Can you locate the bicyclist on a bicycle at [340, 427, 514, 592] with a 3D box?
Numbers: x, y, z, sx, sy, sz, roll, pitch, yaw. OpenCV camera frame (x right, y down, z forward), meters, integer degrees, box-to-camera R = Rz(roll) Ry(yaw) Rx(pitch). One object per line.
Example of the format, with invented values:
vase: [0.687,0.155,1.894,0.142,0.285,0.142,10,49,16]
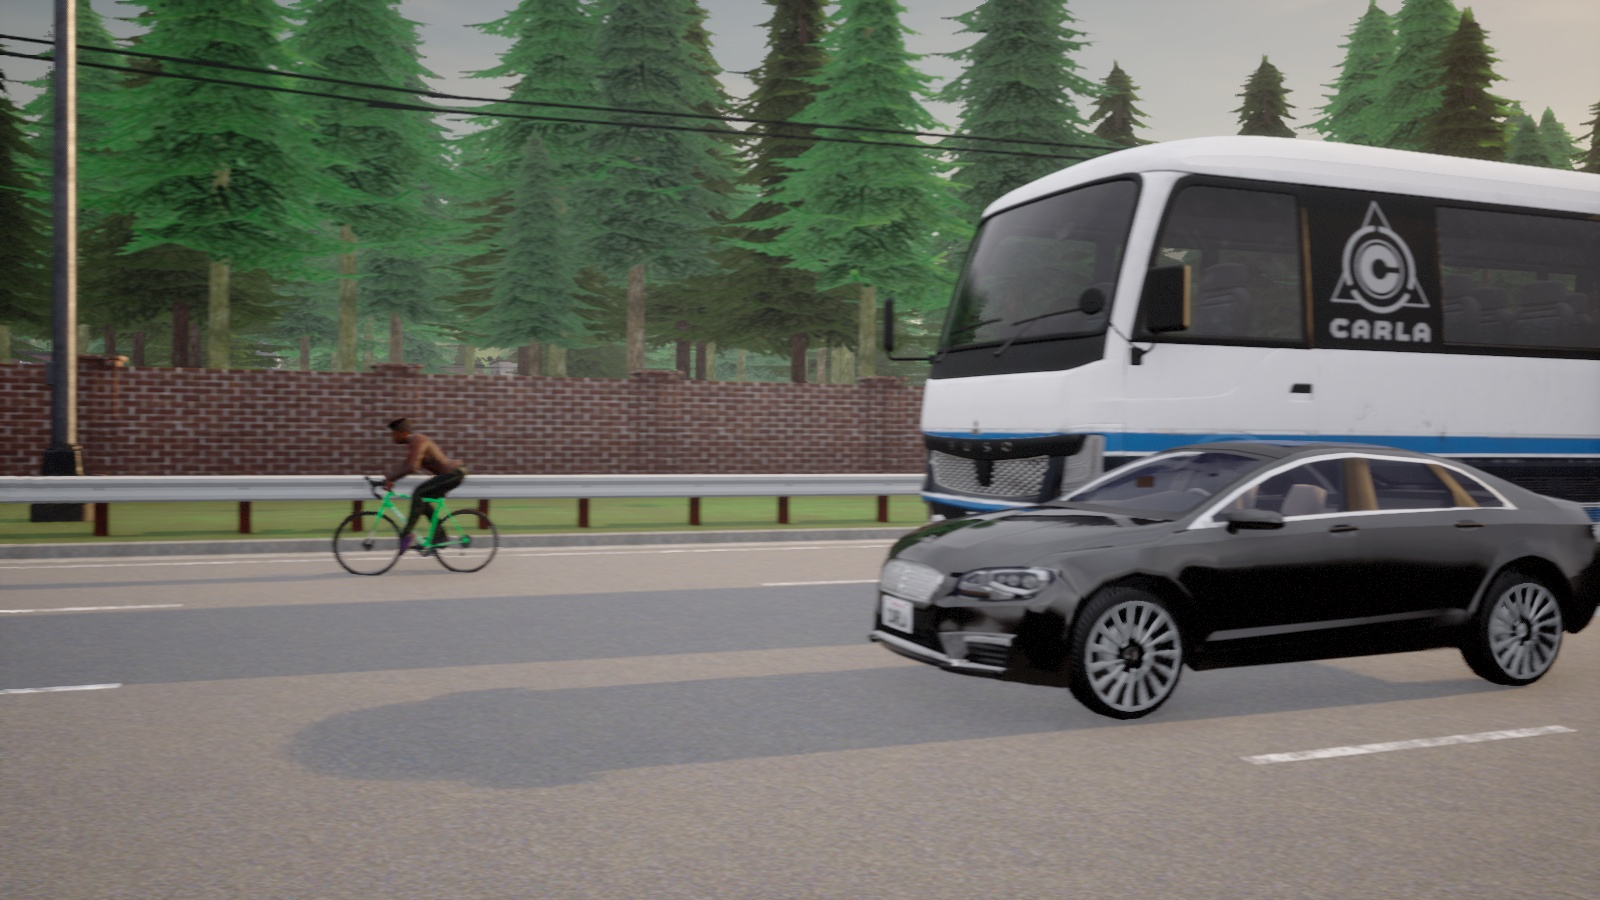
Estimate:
bicyclist on a bicycle: [-3.864,0.581,13.002,1.656,1.620,0.582,-1,1,-21]

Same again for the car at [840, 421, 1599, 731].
car: [2.939,0.591,8.098,4.902,1.511,2.128,-1,1,-21]

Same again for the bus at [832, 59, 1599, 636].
bus: [5.851,-0.852,12.931,10.273,4.253,3.944,-1,1,-21]
